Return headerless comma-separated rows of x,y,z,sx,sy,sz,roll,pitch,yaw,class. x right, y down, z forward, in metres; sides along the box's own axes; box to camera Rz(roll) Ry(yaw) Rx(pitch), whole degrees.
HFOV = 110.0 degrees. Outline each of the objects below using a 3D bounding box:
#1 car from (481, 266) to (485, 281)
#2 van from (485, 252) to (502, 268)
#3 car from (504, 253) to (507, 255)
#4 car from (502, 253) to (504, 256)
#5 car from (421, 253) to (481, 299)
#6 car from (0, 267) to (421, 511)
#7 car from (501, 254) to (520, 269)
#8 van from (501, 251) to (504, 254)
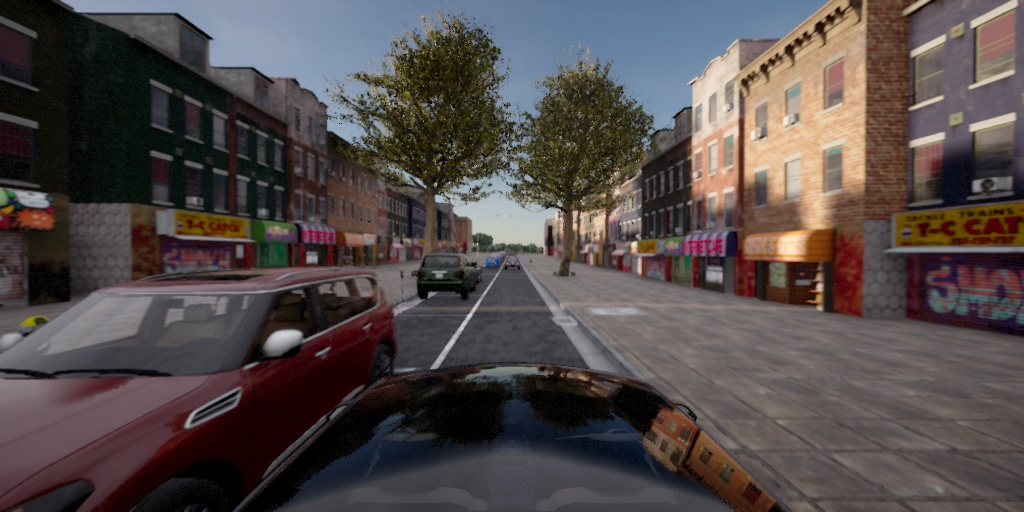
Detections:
-3.016,1.084,24.349,1.837,1.490,4.892,0,1,0,car
-2.629,0.575,47.753,1.690,1.789,3.998,0,0,0,van
0.041,0.581,57.711,1.994,1.385,4.181,0,1,1,car
-2.628,0.669,53.300,2.007,1.370,4.403,0,0,0,car
-2.978,0.879,17.377,2.150,2.045,5.566,0,1,0,car
-2.638,1.060,3.378,2.192,1.841,5.009,0,0,0,car
0.087,0.857,43.720,2.033,1.411,5.357,0,1,0,car
-2.627,0.331,58.845,1.690,1.789,3.998,0,0,0,van
